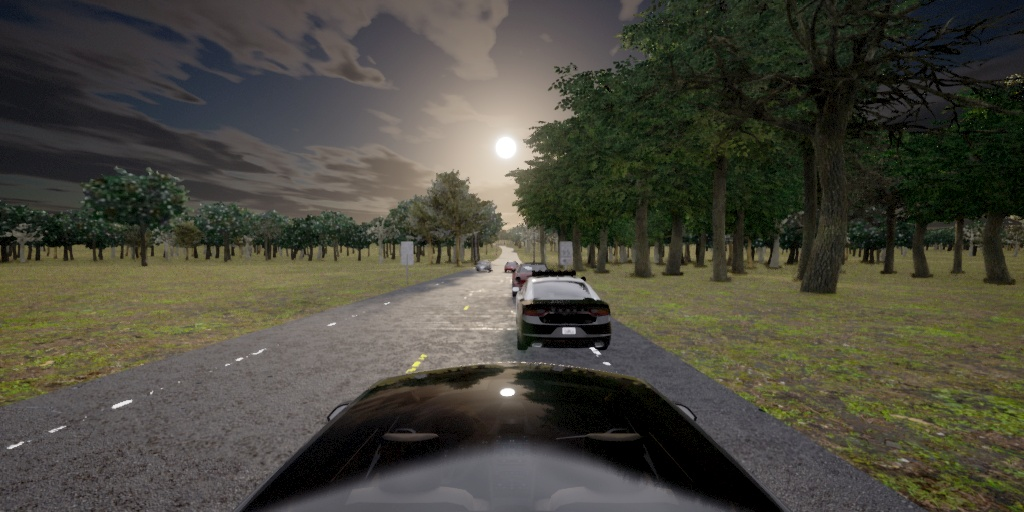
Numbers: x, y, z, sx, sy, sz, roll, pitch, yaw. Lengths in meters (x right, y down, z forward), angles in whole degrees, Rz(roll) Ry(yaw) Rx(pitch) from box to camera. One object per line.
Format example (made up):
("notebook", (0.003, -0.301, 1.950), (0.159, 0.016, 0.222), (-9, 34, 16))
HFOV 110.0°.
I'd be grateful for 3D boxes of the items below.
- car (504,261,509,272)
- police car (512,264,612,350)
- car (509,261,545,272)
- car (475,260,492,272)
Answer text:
("car", (0.019, 1.370, 46.848), (1.994, 1.385, 4.181), (0, 0, 0))
("police car", (1.047, 1.173, 9.175), (1.930, 1.638, 5.238), (0, 0, 0))
("car", (1.044, 1.102, 19.040), (2.097, 1.767, 4.553), (0, 0, 0))
("car", (-3.602, 1.294, 45.959), (2.128, 1.511, 4.902), (0, 0, 0))
